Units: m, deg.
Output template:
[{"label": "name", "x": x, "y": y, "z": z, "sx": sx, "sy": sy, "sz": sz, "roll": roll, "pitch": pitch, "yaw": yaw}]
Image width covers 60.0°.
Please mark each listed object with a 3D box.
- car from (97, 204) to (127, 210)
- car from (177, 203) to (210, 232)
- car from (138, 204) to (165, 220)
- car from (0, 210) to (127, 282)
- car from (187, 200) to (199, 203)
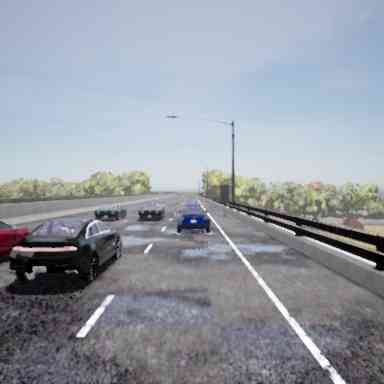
[{"label": "car", "x": -6.910, "y": 1.668, "z": 28.882, "sx": 1.895, "sy": 1.301, "sz": 4.718, "roll": 0, "pitch": 0, "yaw": 0}, {"label": "car", "x": 0.092, "y": 1.612, "z": 20.676, "sx": 1.994, "sy": 1.385, "sz": 4.181, "roll": 0, "pitch": 0, "yaw": 0}, {"label": "car", "x": -3.410, "y": 1.669, "z": 29.058, "sx": 1.895, "sy": 1.301, "sz": 4.718, "roll": 0, "pitch": 0, "yaw": 0}, {"label": "car", "x": -3.405, "y": 1.515, "z": 9.845, "sx": 2.128, "sy": 1.511, "sz": 4.902, "roll": 0, "pitch": 0, "yaw": 0}, {"label": "car", "x": 0.088, "y": 1.636, "z": 38.457, "sx": 2.033, "sy": 1.411, "sz": 5.357, "roll": 0, "pitch": 0, "yaw": 0}]
